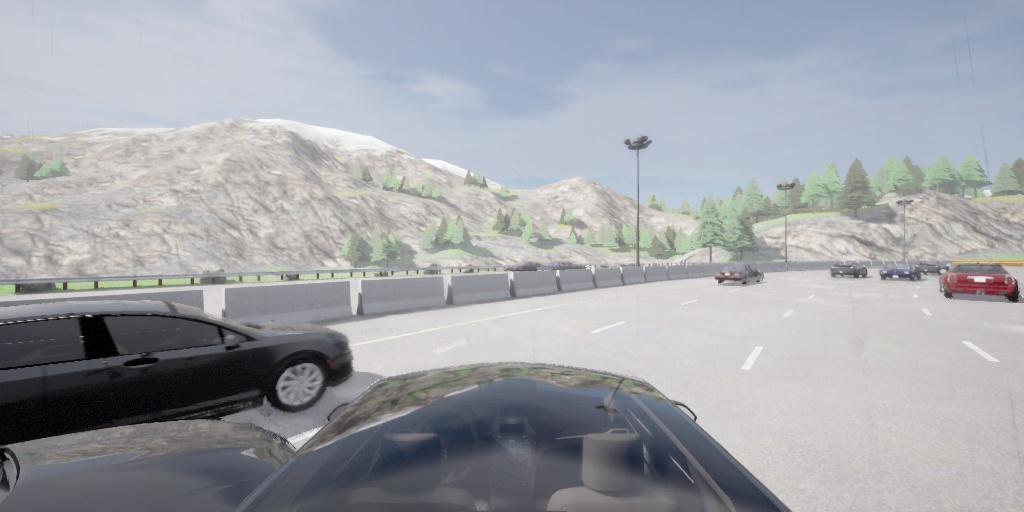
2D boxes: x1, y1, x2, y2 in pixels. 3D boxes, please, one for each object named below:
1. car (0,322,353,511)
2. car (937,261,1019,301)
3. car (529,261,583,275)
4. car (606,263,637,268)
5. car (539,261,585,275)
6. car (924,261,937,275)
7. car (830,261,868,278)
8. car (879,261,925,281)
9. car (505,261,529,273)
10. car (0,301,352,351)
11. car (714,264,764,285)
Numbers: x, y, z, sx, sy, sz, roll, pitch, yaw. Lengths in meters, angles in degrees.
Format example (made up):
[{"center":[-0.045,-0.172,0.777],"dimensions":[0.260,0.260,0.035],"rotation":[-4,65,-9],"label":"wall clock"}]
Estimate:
[{"center":[-2.983,1.255,0.554],"dimensions":[4.892,1.490,1.837],"rotation":[0,0,-45],"label":"car"},{"center":[22.651,1.104,17.541],"dimensions":[4.553,1.767,2.097],"rotation":[0,0,-42],"label":"car"},{"center":[4.374,1.242,34.295],"dimensions":[4.902,1.511,2.128],"rotation":[0,0,-42],"label":"car"},{"center":[10.912,1.351,35.403],"dimensions":[4.718,1.301,1.895],"rotation":[0,0,-40],"label":"car"},{"center":[5.649,1.298,40.108],"dimensions":[5.357,1.411,2.033],"rotation":[0,0,-40],"label":"car"},{"center":[43.308,1.242,36.891],"dimensions":[4.902,1.511,2.128],"rotation":[0,0,-31],"label":"car"},{"center":[31.370,1.242,33.367],"dimensions":[4.902,1.511,2.128],"rotation":[0,0,-35],"label":"car"},{"center":[32.288,1.351,29.748],"dimensions":[4.718,1.301,1.895],"rotation":[0,0,-35],"label":"car"},{"center":[1.757,1.298,41.361],"dimensions":[5.357,1.411,2.033],"rotation":[0,0,-41],"label":"car"},{"center":[-4.303,1.252,3.958],"dimensions":[1.837,1.490,4.892],"rotation":[-1,-1,37],"label":"car"},{"center":[16.754,1.297,26.384],"dimensions":[5.357,1.411,2.033],"rotation":[0,0,-41],"label":"car"}]
